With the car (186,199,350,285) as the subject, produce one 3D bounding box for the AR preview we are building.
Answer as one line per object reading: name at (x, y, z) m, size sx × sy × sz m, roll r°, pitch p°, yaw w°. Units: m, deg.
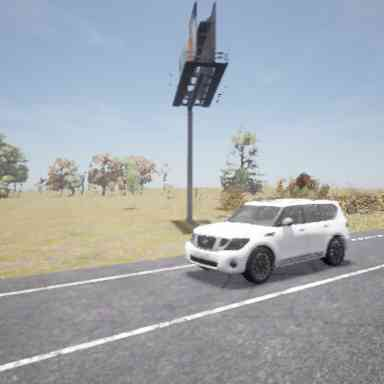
car at (2.494, 1.247, 9.965) m, size 5.566 × 2.045 × 2.150 m, roll 0°, pitch 0°, yaw -36°
